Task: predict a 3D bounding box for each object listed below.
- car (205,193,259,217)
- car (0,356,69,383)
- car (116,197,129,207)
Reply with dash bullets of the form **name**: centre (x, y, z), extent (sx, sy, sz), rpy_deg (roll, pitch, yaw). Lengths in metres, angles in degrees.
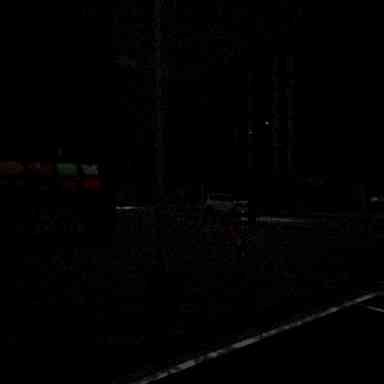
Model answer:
- **car**: centre (3.414, 1.131, 29.651), extent (2.150, 2.045, 5.566), rpy_deg (-1, 0, -36)
- **car**: centre (-2.542, 1.578, 0.997), extent (4.313, 1.339, 1.947), rpy_deg (-1, 0, -36)
- **car**: centre (-11.514, 1.531, 50.718), extent (2.033, 1.411, 5.357), rpy_deg (-1, 0, -35)
